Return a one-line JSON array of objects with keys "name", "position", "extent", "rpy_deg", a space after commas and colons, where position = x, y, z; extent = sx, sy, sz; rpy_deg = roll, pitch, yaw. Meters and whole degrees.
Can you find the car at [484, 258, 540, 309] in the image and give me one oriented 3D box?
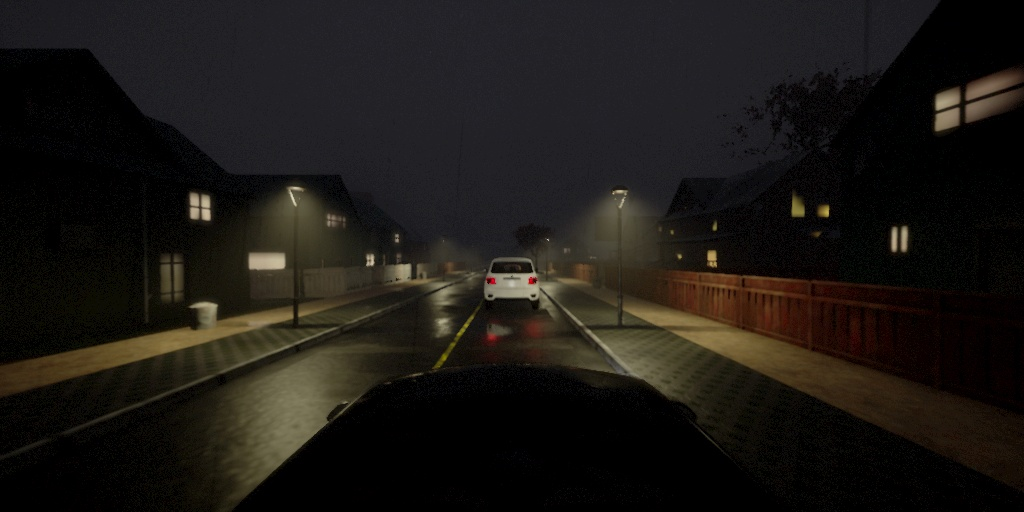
[{"name": "car", "position": [0.000, 1.099, 15.878], "extent": [2.150, 2.045, 5.566], "rpy_deg": [0, 0, 0]}]
